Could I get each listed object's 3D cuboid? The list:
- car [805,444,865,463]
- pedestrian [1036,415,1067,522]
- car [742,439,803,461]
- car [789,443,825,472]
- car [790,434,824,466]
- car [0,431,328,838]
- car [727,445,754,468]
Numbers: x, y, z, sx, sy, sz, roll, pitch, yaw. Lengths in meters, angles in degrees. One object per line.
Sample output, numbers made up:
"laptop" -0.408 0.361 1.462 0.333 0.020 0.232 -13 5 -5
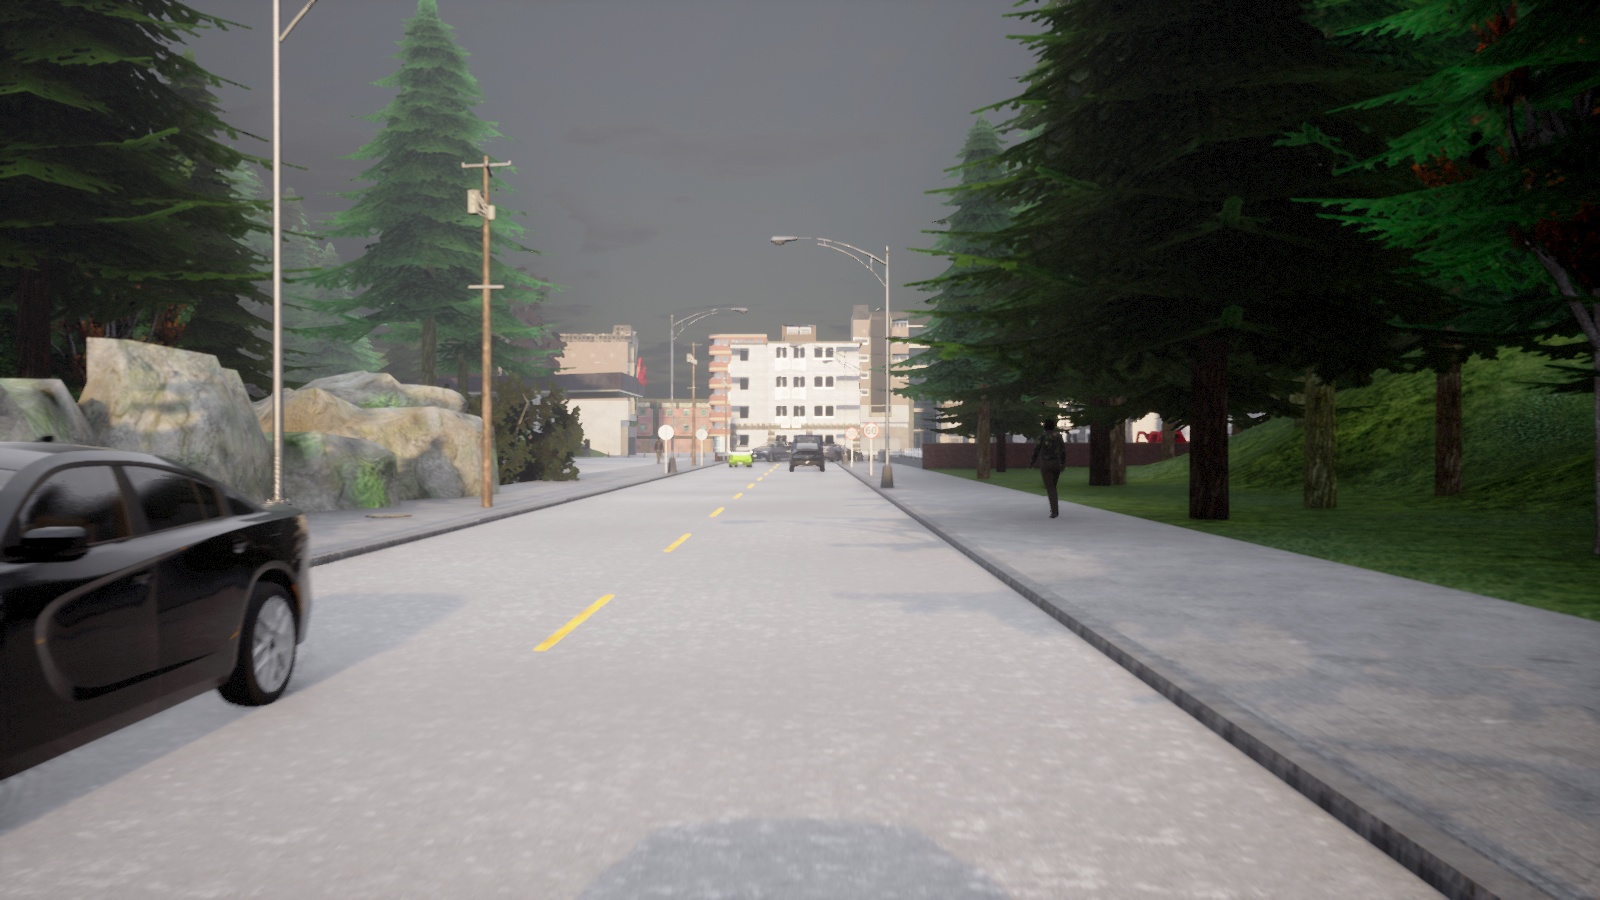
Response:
"car" 2.707 0.256 96.072 2.033 1.411 5.357 0 0 34
"pedestrian" 4.627 0.330 23.107 0.395 1.930 0.692 0 0 -4
"car" -2.061 -0.017 96.207 2.152 1.651 5.027 0 0 34
"car" 0.373 0.374 67.067 1.837 1.490 4.892 0 0 0
"car" 0.440 0.002 82.348 2.150 2.045 5.566 0 0 0
"car" -3.953 0.690 5.475 1.882 1.535 5.008 0 0 0
"car" -3.586 0.370 75.945 1.481 1.376 2.207 0 0 0
